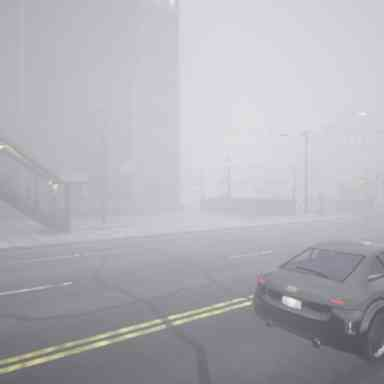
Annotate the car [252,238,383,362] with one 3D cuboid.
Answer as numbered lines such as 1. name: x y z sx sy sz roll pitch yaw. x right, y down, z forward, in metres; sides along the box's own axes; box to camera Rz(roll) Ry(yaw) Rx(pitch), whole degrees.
1. car: 3.059 1.544 5.926 4.181 1.385 1.994 0 0 -35

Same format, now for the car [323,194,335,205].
1. car: 18.921 1.106 48.672 4.553 1.767 2.185 0 0 -36

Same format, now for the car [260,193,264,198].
1. car: 17.835 1.024 78.601 5.566 2.045 2.435 0 0 -36
